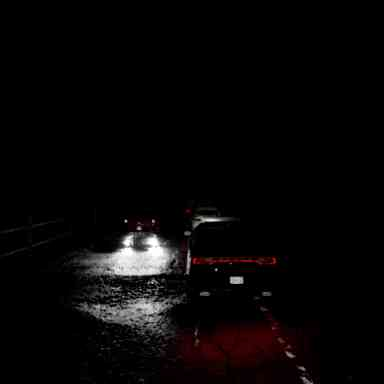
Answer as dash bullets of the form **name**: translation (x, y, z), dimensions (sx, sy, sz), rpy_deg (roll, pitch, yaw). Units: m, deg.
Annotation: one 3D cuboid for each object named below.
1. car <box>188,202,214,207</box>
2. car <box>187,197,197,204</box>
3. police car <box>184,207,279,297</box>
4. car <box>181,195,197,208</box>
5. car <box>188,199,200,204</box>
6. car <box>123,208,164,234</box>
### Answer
- **car**: translation (0.822, 1.531, 18.620), dimensions (1.812, 1.442, 4.674), rpy_deg (0, 0, 0)
- **car**: translation (-0.012, 1.671, 65.174), dimensions (1.895, 1.301, 4.718), rpy_deg (0, 0, 0)
- **police car**: translation (0.824, 1.426, 8.729), dimensions (1.930, 1.638, 5.238), rpy_deg (0, 0, 0)
- **car**: translation (0.030, 1.523, 46.093), dimensions (2.128, 1.511, 4.902), rpy_deg (0, 0, 0)
- **car**: translation (0.821, 1.513, 24.619), dimensions (1.837, 1.490, 4.892), rpy_deg (0, 0, 0)
- **car**: translation (-2.753, 1.606, 19.603), dimensions (1.895, 1.301, 4.718), rpy_deg (0, 0, 0)
